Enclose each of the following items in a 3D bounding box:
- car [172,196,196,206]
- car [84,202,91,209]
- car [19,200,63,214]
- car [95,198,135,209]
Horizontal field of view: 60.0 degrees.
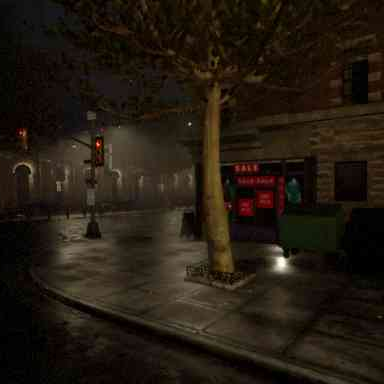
[{"bbox_3d":[-1.341,1.478,54.613,1.882,1.535,5.008,0,0,36],"label":"car"},{"bbox_3d":[-12.153,1.595,45.125,1.895,1.301,4.718,0,0,36],"label":"car"},{"bbox_3d":[-15.739,1.564,34.826,1.994,1.385,4.181,0,0,36],"label":"car"},{"bbox_3d":[-9.626,1.491,43.249,2.128,1.511,4.902,0,0,36],"label":"car"}]
